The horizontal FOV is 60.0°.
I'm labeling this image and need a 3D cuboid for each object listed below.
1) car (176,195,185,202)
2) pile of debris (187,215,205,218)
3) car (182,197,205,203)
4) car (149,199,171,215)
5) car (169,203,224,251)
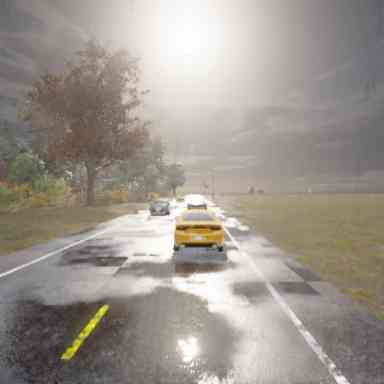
[{"bbox_3d":[-2.513,1.355,75.274,1.882,1.535,5.008,0,0,1],"label":"car"},{"bbox_3d":[0.374,2.169,29.592,1.500,0.140,1.860,0,0,1],"label":"pile of debris"},{"bbox_3d":[0.487,1.483,31.205,2.128,1.511,4.902,0,0,1],"label":"car"},{"bbox_3d":[-3.166,1.494,33.859,2.128,1.511,4.902,0,0,1],"label":"car"},{"bbox_3d":[0.277,1.474,14.211,1.882,1.535,5.008,0,0,1],"label":"car"}]
